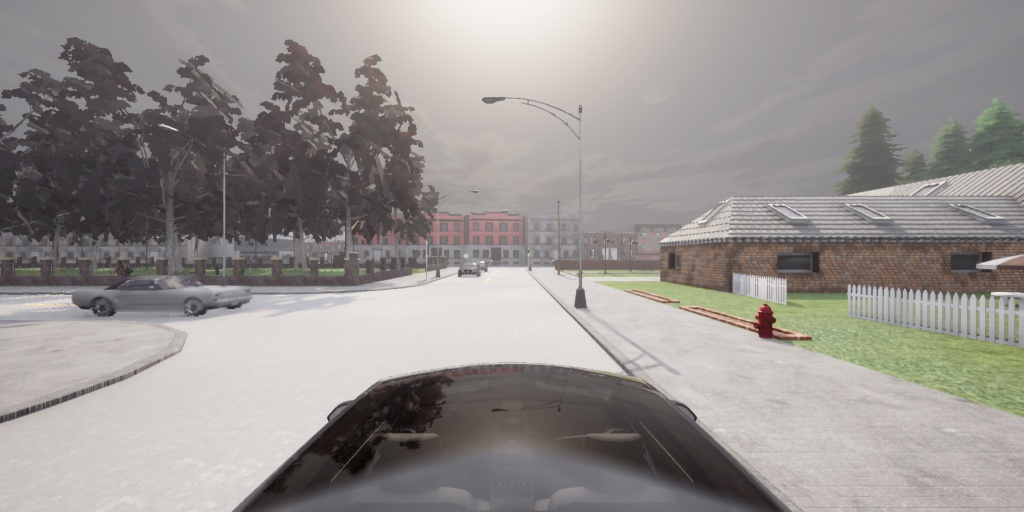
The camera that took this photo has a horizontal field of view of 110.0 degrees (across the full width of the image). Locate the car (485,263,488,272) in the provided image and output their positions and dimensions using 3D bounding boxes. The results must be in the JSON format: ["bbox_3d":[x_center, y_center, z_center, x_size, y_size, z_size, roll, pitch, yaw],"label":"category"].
[{"bbox_3d":[-4.109,1.314,45.593,1.994,1.385,4.181,0,0,0],"label":"car"}]

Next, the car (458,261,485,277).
[{"bbox_3d":[-4.125,1.314,35.608,1.994,1.385,4.181,0,0,0],"label":"car"}]

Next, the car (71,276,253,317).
[{"bbox_3d":[-11.939,1.351,12.533,4.718,1.301,1.895,0,0,-1],"label":"car"}]

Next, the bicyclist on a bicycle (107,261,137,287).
[{"bbox_3d":[-22.656,1.099,20.853,0.582,1.620,1.656,0,0,0],"label":"bicyclist on a bicycle"}]
